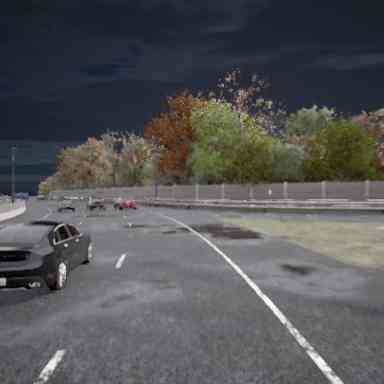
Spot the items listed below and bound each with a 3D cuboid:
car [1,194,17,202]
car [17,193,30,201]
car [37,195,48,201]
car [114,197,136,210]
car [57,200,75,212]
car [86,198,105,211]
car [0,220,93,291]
[{"bbox_3d":[-45.499,1.591,81.478,4.674,1.442,1.812,0,0,37],"label":"car"},{"bbox_3d":[-43.274,1.275,84.176,5.566,2.045,2.150,0,0,37],"label":"car"},{"bbox_3d":[-39.082,1.543,86.826,1.812,1.442,4.674,0,0,-37],"label":"car"},{"bbox_3d":[-8.747,1.379,42.945,2.097,1.767,4.553,0,0,-24],"label":"car"},{"bbox_3d":[-15.139,1.622,40.104,2.033,1.411,5.357,0,0,-24],"label":"car"},{"bbox_3d":[-12.197,1.559,42.103,1.837,1.490,4.892,0,1,-24],"label":"car"},{"bbox_3d":[-3.998,1.525,8.970,1.837,1.490,4.892,0,0,-4],"label":"car"}]
